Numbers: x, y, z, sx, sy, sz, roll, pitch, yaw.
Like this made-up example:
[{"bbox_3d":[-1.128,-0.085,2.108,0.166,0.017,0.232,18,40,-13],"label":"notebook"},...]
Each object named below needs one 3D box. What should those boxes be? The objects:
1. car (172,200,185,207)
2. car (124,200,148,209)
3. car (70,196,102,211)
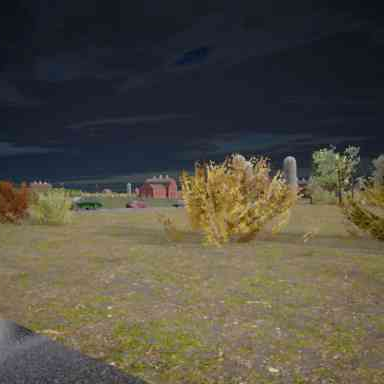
[{"bbox_3d":[-1.369,2.074,60.467,2.033,1.411,5.357,-1,-1,36],"label":"car"},{"bbox_3d":[-9.285,2.058,55.630,1.994,1.385,4.181,-1,-1,36],"label":"car"},{"bbox_3d":[-15.411,1.601,47.118,2.150,2.045,5.566,-1,-1,36],"label":"car"}]
